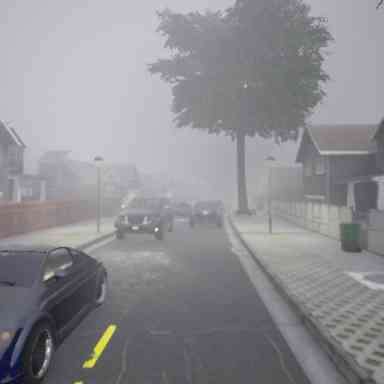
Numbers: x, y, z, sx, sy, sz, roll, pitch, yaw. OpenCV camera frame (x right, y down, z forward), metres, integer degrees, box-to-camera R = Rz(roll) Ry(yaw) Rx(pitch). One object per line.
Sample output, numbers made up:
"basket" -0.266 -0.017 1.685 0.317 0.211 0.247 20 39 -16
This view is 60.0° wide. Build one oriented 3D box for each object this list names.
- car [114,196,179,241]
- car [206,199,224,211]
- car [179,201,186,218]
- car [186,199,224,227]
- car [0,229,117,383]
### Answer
"car" -2.257 1.234 17.298 2.150 2.045 5.566 0 0 5
"car" 3.036 1.622 42.950 2.033 1.411 5.357 0 0 8
"car" -1.244 1.583 31.017 2.033 1.411 5.357 0 0 6
"car" 1.006 1.377 23.124 2.097 1.767 4.553 0 0 4
"car" -2.737 1.563 5.192 1.994 1.385 4.181 0 0 1
